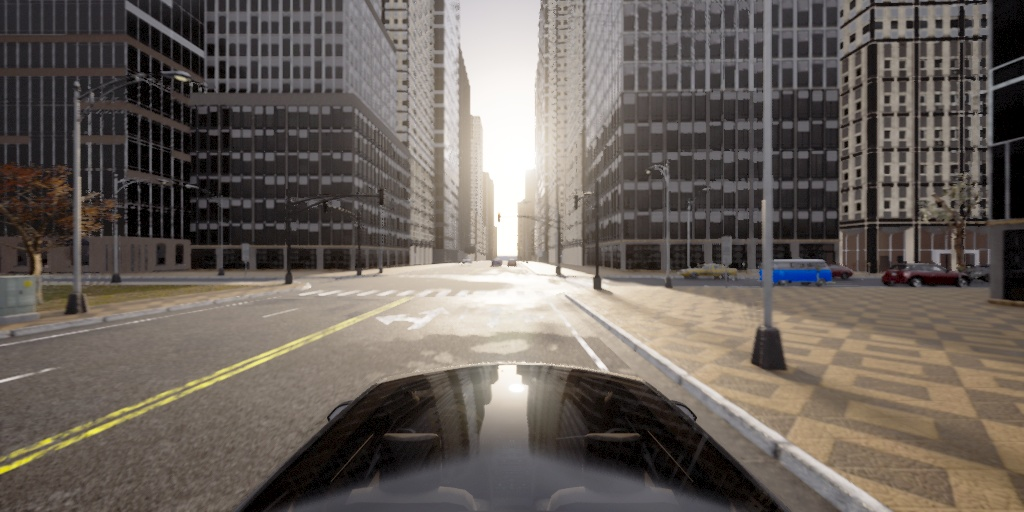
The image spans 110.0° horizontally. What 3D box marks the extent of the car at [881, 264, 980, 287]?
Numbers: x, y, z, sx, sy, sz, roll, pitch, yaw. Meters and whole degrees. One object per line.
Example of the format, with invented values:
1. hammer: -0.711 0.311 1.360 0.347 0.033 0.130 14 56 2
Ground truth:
1. car: 26.639 1.215 23.108 4.097 1.591 1.967 0 0 2

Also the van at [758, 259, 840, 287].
1. van: 18.361 1.111 23.297 3.998 1.789 1.690 0 0 2

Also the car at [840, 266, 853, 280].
1. car: 26.925 1.347 30.983 4.207 1.307 1.802 0 0 2

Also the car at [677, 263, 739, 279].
1. car: 17.091 1.283 31.469 4.829 1.417 1.751 0 0 2

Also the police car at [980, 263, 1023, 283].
1. police car: 37.729 1.281 28.025 4.974 1.542 2.038 0 0 2
